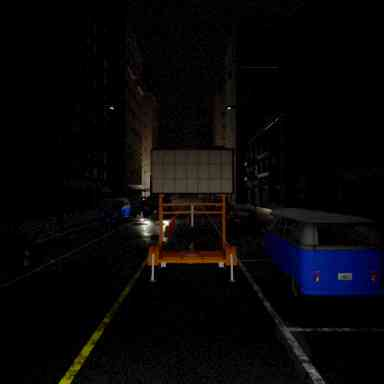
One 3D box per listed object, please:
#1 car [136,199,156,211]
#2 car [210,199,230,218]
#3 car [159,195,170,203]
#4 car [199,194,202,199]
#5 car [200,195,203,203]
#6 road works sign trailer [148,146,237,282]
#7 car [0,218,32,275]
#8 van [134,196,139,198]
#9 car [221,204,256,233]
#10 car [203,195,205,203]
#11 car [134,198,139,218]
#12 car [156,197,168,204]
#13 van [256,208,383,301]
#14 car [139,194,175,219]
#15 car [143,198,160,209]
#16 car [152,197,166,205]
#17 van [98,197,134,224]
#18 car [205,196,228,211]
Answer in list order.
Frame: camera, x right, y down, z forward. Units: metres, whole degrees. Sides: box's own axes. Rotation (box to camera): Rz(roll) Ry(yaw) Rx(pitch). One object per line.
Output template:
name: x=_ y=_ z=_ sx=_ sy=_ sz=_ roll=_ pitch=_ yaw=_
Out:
car: x=-5.628 y=1.567 z=41.083 sx=1.947 sy=1.339 sz=4.313 roll=0 pitch=0 yaw=0
car: x=2.887 y=1.581 z=30.071 sx=1.802 sy=1.307 sz=4.206 roll=0 pitch=0 yaw=0
car: x=-5.601 y=1.451 z=68.590 sx=1.967 sy=1.590 sz=4.097 roll=0 pitch=0 yaw=0
car: x=2.925 y=1.577 z=68.581 sx=1.947 sy=1.339 sz=4.313 roll=0 pitch=0 yaw=0
car: x=2.914 y=1.557 z=57.578 sx=2.008 sy=1.369 sz=4.403 roll=0 pitch=0 yaw=0
road works sign trailer: x=0.010 y=0.464 z=9.747 sx=2.380 sy=3.560 sz=2.880 roll=0 pitch=0 yaw=0
car: x=-5.661 y=1.440 z=8.075 sx=1.967 sy=1.590 sz=4.097 roll=0 pitch=0 yaw=0
van: x=-5.634 y=1.341 z=35.581 sx=1.690 sy=1.788 sz=3.998 roll=0 pitch=0 yaw=0
car: x=2.876 y=1.581 z=19.069 sx=1.802 sy=1.307 sz=4.206 roll=0 pitch=0 yaw=0
car: x=2.903 y=1.443 z=46.576 sx=1.967 sy=1.590 sz=4.097 roll=0 pitch=0 yaw=0
car: x=-5.639 y=1.550 z=30.080 sx=2.008 sy=1.369 sz=4.403 roll=0 pitch=0 yaw=0
car: x=-5.606 y=1.591 z=63.088 sx=1.802 sy=1.307 sz=4.206 roll=0 pitch=0 yaw=0
van: x=2.864 y=1.341 z=8.066 sx=1.690 sy=1.788 sz=3.998 roll=0 pitch=0 yaw=0
car: x=-2.975 y=1.221 z=29.516 sx=2.150 sy=2.045 sz=5.566 roll=0 pitch=0 yaw=0
car: x=-5.622 y=1.584 z=46.584 sx=1.802 sy=1.307 sz=4.206 roll=0 pitch=0 yaw=0
car: x=-5.611 y=1.572 z=57.587 sx=1.947 sy=1.339 sz=4.313 roll=0 pitch=0 yaw=0
van: x=-5.645 y=1.340 z=24.580 sx=1.690 sy=1.788 sz=3.998 roll=0 pitch=0 yaw=0
car: x=2.892 y=1.315 z=35.573 sx=2.192 sy=1.841 sz=5.009 roll=0 pitch=0 yaw=0
